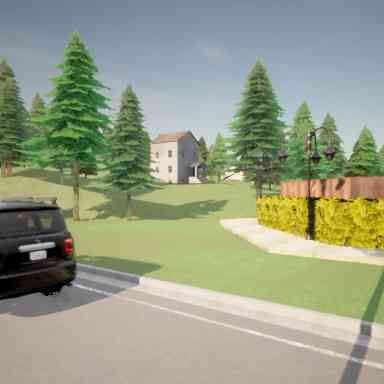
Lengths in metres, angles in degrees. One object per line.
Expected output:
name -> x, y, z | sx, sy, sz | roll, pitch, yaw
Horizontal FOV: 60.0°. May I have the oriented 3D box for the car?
car -> -4.936, 1.222, 7.516 | 5.566, 2.045, 2.150 | 0, 0, 36
